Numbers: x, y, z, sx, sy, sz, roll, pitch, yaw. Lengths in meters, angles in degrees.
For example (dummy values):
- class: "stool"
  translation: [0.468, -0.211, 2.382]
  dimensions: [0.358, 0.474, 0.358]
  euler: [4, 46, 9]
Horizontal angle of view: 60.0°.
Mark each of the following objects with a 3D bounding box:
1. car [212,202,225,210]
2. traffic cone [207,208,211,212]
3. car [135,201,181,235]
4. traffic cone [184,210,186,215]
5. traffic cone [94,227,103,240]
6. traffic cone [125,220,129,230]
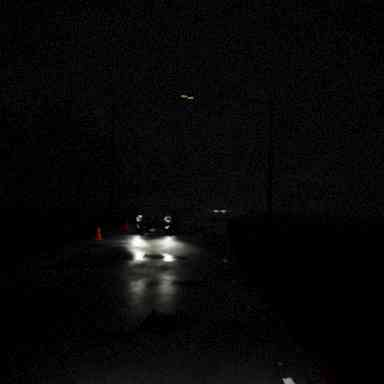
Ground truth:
- class: "car"
  translation: [5.667, 2.991, 71.605]
  dimensions: [2.097, 1.767, 4.553]
  euler: [1, -2, -6]
- class: "traffic cone"
  translation: [2.570, 3.034, 55.340]
  dimensions: [0.340, 0.580, 0.340]
  euler: [1, -2, 10]
- class: "car"
  translation: [-1.900, 1.462, 19.795]
  dimensions: [2.097, 1.767, 4.553]
  euler: [1, -1, 5]
- class: "traffic cone"
  translation: [-0.806, 2.538, 40.915]
  dimensions: [0.340, 0.580, 0.340]
  euler: [1, -2, 13]
- class: "traffic cone"
  translation: [-4.422, 1.965, 15.712]
  dimensions: [0.340, 0.580, 0.340]
  euler: [1, -1, 3]
- class: "traffic cone"
  translation: [-4.067, 2.040, 20.800]
  dimensions: [0.340, 0.580, 0.340]
  euler: [1, -1, 5]
